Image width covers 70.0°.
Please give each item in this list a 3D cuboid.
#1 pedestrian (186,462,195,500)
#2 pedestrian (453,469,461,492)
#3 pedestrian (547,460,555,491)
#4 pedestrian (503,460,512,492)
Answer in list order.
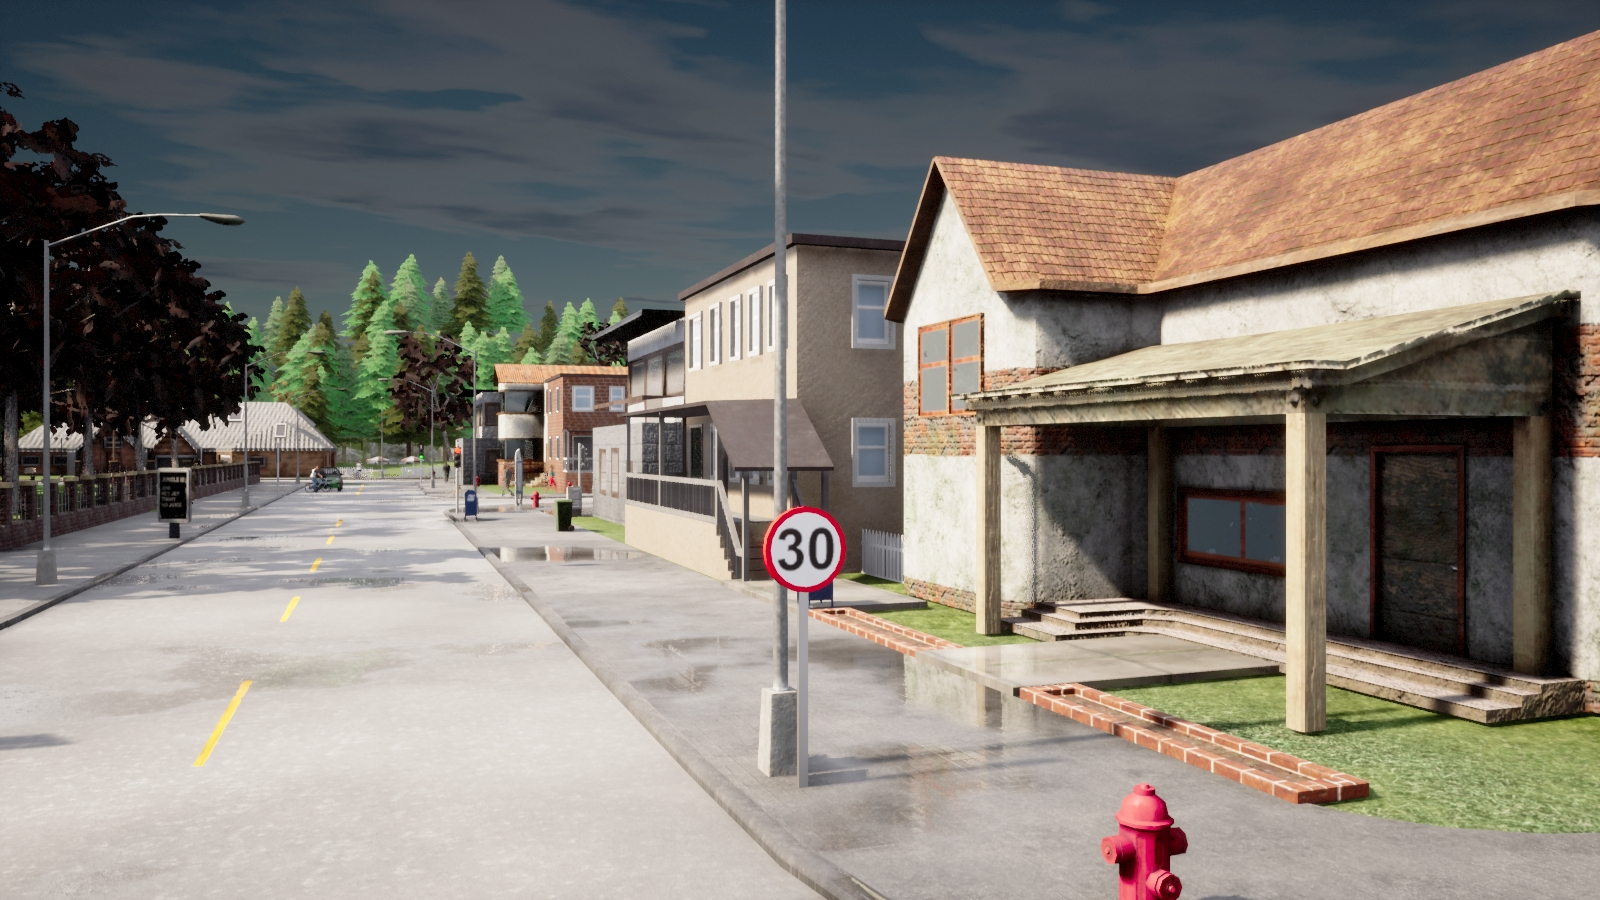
[{"bbox_3d":[-29.971,1.525,56.194,0.375,1.860,0.375,0,0,-20],"label":"pedestrian"},{"bbox_3d":[-20.160,1.797,67.212,0.375,1.300,0.375,0,0,-7],"label":"pedestrian"},{"bbox_3d":[-15.069,1.516,69.143,0.375,1.860,0.375,0,0,3],"label":"pedestrian"},{"bbox_3d":[-16.901,1.516,66.039,0.375,1.860,0.375,0,0,18],"label":"pedestrian"}]
